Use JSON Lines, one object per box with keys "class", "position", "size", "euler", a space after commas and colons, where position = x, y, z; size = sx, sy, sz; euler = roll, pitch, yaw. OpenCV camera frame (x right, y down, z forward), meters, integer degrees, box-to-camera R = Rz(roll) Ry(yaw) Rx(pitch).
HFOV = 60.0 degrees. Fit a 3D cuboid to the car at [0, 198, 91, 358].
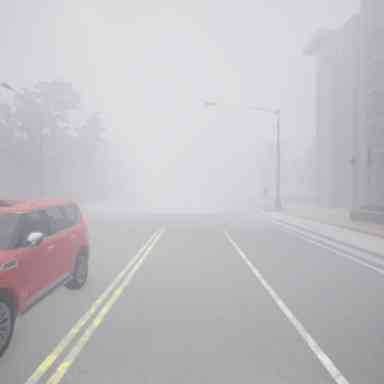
{"class": "car", "position": [-3.577, 1.189, 6.082], "size": [2.150, 2.045, 5.566], "euler": [0, 1, 0]}
